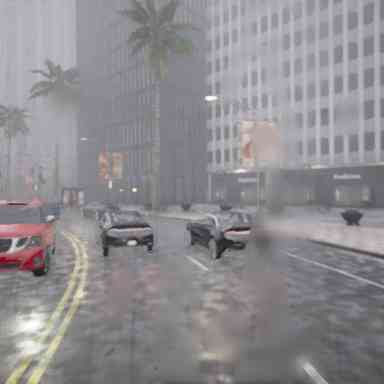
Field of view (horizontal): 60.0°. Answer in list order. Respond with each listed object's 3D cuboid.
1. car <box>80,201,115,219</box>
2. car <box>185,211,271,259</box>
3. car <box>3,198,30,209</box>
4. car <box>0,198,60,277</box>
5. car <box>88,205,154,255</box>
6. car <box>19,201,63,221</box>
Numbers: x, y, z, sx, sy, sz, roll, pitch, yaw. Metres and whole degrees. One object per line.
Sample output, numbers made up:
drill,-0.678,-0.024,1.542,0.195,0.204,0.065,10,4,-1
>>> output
car,-7.868,1.553,28.191,1.837,1.490,4.892,0,0,-41
car,1.134,1.476,12.594,2.128,1.511,4.902,0,0,-17
car,-26.795,1.670,50.701,4.892,1.521,2.231,0,0,43
car,-5.523,1.260,10.359,2.150,2.045,5.566,0,0,-19
car,-2.860,1.507,13.499,2.128,1.511,4.902,0,0,-20
car,-13.194,1.568,28.841,1.882,1.535,5.008,0,0,-44
